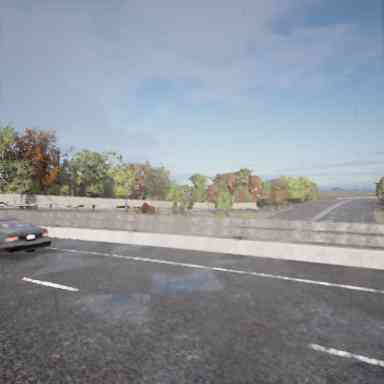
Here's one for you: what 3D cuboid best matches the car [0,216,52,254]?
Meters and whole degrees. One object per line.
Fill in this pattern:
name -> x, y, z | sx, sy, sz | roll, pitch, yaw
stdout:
car -> -7.751, 1.613, 12.629 | 5.357, 1.411, 2.033 | 0, 0, 28
